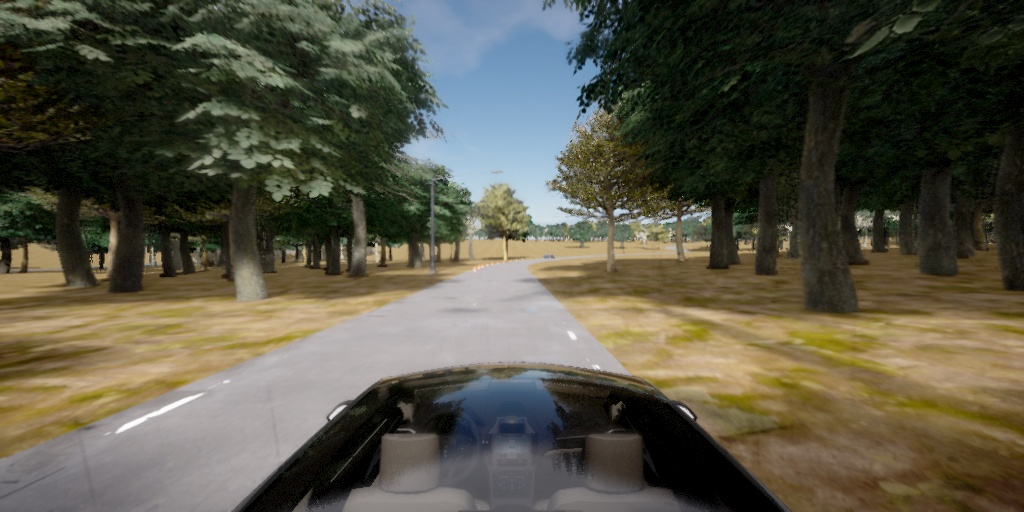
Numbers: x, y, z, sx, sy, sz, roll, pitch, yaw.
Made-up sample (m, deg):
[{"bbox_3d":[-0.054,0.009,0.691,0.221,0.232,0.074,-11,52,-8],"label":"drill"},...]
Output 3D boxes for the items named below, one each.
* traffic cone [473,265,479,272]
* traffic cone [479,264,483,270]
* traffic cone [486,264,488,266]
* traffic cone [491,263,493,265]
[{"bbox_3d":[-4.214,1.458,40.401,0.340,0.580,0.340,0,0,0],"label":"traffic cone"},{"bbox_3d":[-4.216,1.413,45.403,0.340,0.580,0.340,0,0,0],"label":"traffic cone"},{"bbox_3d":[-3.877,1.294,55.609,0.340,0.580,0.340,0,0,4],"label":"traffic cone"},{"bbox_3d":[-3.360,1.221,60.709,0.340,0.580,0.340,0,0,7],"label":"traffic cone"}]
